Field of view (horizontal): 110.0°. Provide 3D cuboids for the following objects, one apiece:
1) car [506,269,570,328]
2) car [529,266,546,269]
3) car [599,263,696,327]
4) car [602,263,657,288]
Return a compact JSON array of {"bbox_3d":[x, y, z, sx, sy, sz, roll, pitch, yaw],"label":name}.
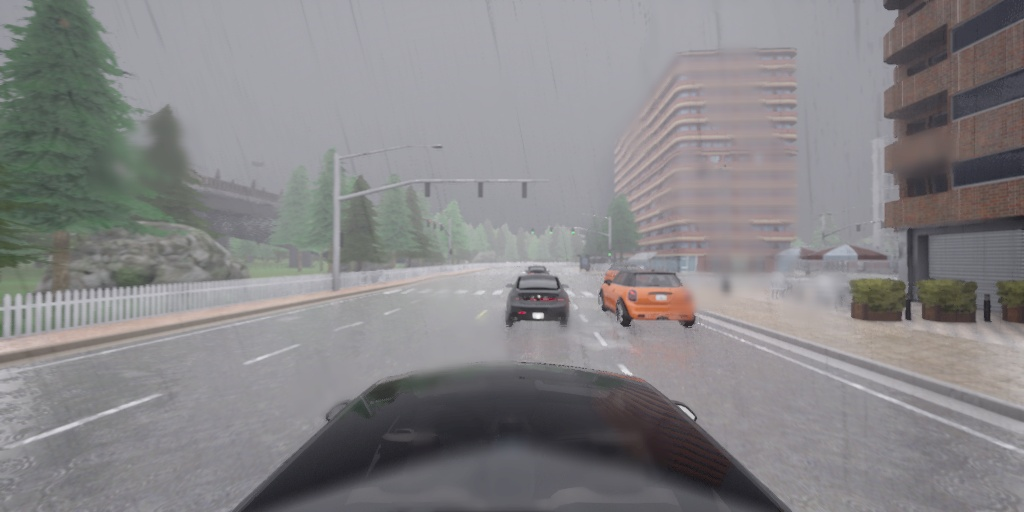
[{"bbox_3d":[0.845,1.356,11.926,1.837,1.490,4.892,0,0,3],"label":"car"},{"bbox_3d":[2.051,1.544,29.058,1.837,1.490,4.892,1,-1,4],"label":"car"},{"bbox_3d":[4.376,1.229,12.311,2.097,1.767,4.553,0,-1,3],"label":"car"},{"bbox_3d":[9.459,1.463,28.680,4.553,1.767,2.097,1,0,-41],"label":"car"}]
